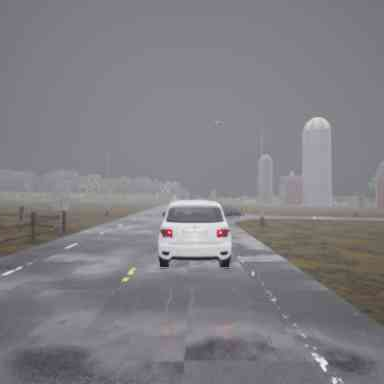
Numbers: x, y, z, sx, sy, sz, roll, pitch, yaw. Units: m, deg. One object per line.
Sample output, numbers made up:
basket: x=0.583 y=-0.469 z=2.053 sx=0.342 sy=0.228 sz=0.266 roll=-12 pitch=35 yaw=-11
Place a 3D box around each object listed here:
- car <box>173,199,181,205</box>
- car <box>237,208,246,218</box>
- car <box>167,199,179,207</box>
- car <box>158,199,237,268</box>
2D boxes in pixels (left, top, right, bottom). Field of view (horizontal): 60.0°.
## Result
car: x=-3.592 y=2.358 z=79.994 sx=1.882 sy=1.535 sz=5.008 roll=0 pitch=-1 yaw=0
car: x=3.064 y=1.859 z=32.683 sx=2.033 sy=1.411 sz=5.357 roll=-2 pitch=-2 yaw=44
car: x=-3.597 y=2.135 z=64.255 sx=1.882 sy=1.535 sz=5.008 roll=0 pitch=-1 yaw=0
car: x=0.084 y=1.308 z=11.746 sx=2.150 sy=2.045 sz=5.566 roll=0 pitch=0 yaw=0
